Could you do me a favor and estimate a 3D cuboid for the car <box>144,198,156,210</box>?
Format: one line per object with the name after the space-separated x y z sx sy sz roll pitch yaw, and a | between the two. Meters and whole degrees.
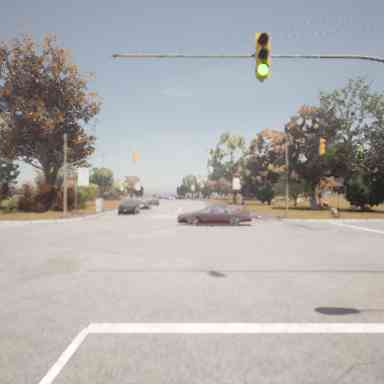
-7.132 1.826 49.364 2.128 1.511 4.902 0 0 0 | car

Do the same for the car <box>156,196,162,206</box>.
-7.348 1.939 64.508 1.994 1.385 4.181 0 0 -2 | car

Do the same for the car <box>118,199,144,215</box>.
-7.107 1.745 37.940 1.882 1.535 5.008 0 0 0 | car

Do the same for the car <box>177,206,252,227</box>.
1.605 1.718 24.156 5.357 1.411 2.033 0 0 -3 | car
